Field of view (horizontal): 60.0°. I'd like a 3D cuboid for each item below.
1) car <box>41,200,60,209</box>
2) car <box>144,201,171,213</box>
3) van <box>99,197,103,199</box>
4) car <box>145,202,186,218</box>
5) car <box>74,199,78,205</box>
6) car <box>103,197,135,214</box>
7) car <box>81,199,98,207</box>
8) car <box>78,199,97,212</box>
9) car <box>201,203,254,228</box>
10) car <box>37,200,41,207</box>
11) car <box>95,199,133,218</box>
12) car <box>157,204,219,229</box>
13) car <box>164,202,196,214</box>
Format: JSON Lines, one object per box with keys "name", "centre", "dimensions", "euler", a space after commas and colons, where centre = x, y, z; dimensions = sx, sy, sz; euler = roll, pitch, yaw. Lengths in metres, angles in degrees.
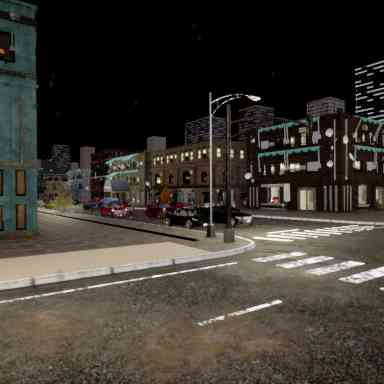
{"name": "car", "centre": [-24.204, 2.233, 57.618], "dimensions": [1.752, 1.417, 4.829], "euler": [-1, 0, -35]}
{"name": "car", "centre": [-4.663, 1.966, 44.539], "dimensions": [1.802, 1.307, 4.206], "euler": [-2, 0, -35]}
{"name": "van", "centre": [-14.270, 1.907, 58.087], "dimensions": [1.690, 1.788, 3.998], "euler": [-1, 0, -35]}
{"name": "car", "centre": [-2.836, 1.878, 31.966], "dimensions": [1.994, 1.385, 4.181], "euler": [-1, 0, -35]}
{"name": "car", "centre": [-27.066, 2.364, 76.152], "dimensions": [1.947, 1.339, 4.313], "euler": [-1, 0, -35]}
{"name": "car", "centre": [-8.699, 1.781, 40.241], "dimensions": [2.097, 1.767, 4.553], "euler": [-1, 0, -35]}
{"name": "car", "centre": [-20.666, 2.228, 67.120], "dimensions": [1.887, 1.381, 4.507], "euler": [-1, 0, -35]}
{"name": "car", "centre": [-14.256, 2.083, 48.152], "dimensions": [2.033, 1.411, 5.357], "euler": [-1, 0, -35]}
{"name": "car", "centre": [2.451, 1.735, 24.506], "dimensions": [1.812, 1.442, 4.674], "euler": [-1, 0, -37]}
{"name": "car", "centre": [-30.703, 2.376, 66.790], "dimensions": [2.008, 1.369, 4.403], "euler": [-1, 0, -35]}
{"name": "car", "centre": [-8.304, 1.847, 35.175], "dimensions": [1.967, 1.590, 4.097], "euler": [-1, 0, -35]}
{"name": "car", "centre": [-0.377, 1.815, 23.783], "dimensions": [1.947, 1.339, 4.313], "euler": [-1, 0, -35]}
{"name": "car", "centre": [-1.464, 1.904, 40.023], "dimensions": [1.802, 1.307, 4.206], "euler": [-2, 0, -35]}
